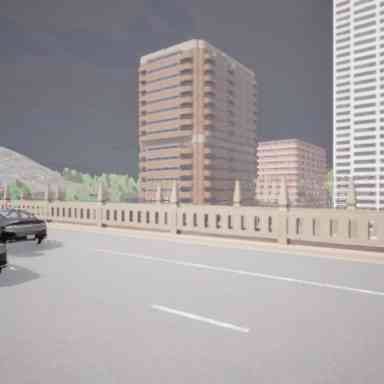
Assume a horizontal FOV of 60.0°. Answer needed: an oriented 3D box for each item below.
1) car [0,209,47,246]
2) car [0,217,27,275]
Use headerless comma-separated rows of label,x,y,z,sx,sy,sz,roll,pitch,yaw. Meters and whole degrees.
car,-8.105,1.492,14.070,4.902,1.511,2.128,0,0,35
car,-6.781,1.492,8.826,4.902,1.511,2.128,0,0,35
